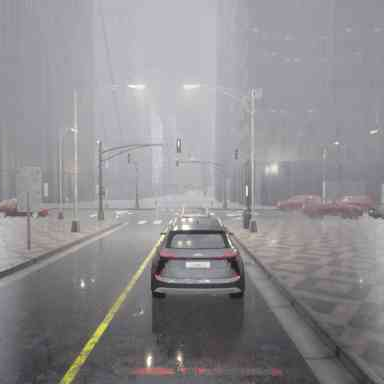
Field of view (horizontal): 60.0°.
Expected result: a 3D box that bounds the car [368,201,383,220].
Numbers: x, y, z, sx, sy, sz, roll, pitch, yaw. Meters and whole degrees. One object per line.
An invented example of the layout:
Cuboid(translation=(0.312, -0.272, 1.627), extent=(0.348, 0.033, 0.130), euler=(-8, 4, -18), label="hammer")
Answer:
Cuboid(translation=(17.851, 1.742, 29.238), extent=(4.313, 1.339, 1.947), euler=(0, 1, 0), label="car")

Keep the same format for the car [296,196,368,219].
Cuboid(translation=(12.208, 1.463, 29.235), extent=(5.009, 1.841, 2.192), euler=(0, 1, 0), label="car")

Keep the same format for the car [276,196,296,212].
Cuboid(translation=(12.218, 1.325, 37.759), extent=(5.009, 1.841, 2.192), euler=(0, 1, 0), label="car")

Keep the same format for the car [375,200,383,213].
Cuboid(translation=(23.503, 1.634, 37.762), extent=(4.313, 1.339, 1.947), euler=(0, 1, 0), label="car")

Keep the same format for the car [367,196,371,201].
Cuboid(translation=(17.861, 1.354, 37.759), extent=(5.009, 1.841, 2.192), euler=(0, 1, 0), label="car")

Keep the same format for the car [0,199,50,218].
Cuboid(translation=(-14.834, 1.566, 29.236), extent=(4.507, 1.381, 1.887), euler=(0, 1, 0), label="car")

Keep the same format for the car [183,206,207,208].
Cuboid(translation=(0.147, 1.507, 17.562), extent=(1.837, 1.490, 4.892), euler=(0, 0, 0), label="car")

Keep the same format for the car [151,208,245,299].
Cuboid(translation=(0.133, 1.428, 8.475), extent=(2.033, 1.649, 4.856), euler=(0, 0, 1), label="car")
